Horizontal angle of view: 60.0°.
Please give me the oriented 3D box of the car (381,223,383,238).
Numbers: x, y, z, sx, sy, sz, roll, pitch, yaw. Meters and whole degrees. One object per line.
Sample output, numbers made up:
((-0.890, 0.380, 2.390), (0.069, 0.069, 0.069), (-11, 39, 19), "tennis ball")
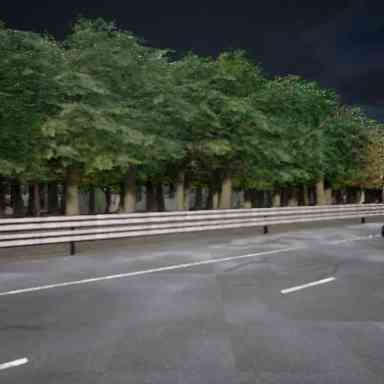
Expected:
((10.823, 1.565, 15.769), (4.181, 1.385, 1.994), (0, 0, -35), "car")
